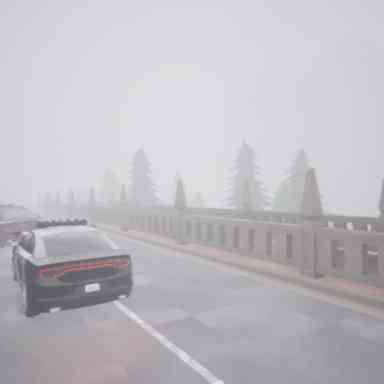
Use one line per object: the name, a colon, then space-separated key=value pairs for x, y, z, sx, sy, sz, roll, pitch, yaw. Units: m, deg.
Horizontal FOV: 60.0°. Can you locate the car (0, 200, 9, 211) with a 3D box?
car: x=-28.685 y=2.045 z=49.528 sx=1.812 sy=1.442 sz=4.674 roll=-1 pitch=0 yaw=-19

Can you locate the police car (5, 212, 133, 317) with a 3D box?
police car: x=-3.110 y=1.476 z=7.930 sx=1.930 sy=1.638 sz=5.238 roll=-1 pitch=0 yaw=-32

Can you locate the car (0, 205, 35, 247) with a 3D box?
car: x=-8.399 y=1.631 z=16.287 sx=1.882 sy=1.535 sz=5.008 roll=-1 pitch=0 yaw=-32

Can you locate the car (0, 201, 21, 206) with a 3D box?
car: x=-11.595 y=1.566 z=21.331 sx=2.097 sy=1.767 sz=4.553 roll=-1 pitch=0 yaw=-32
